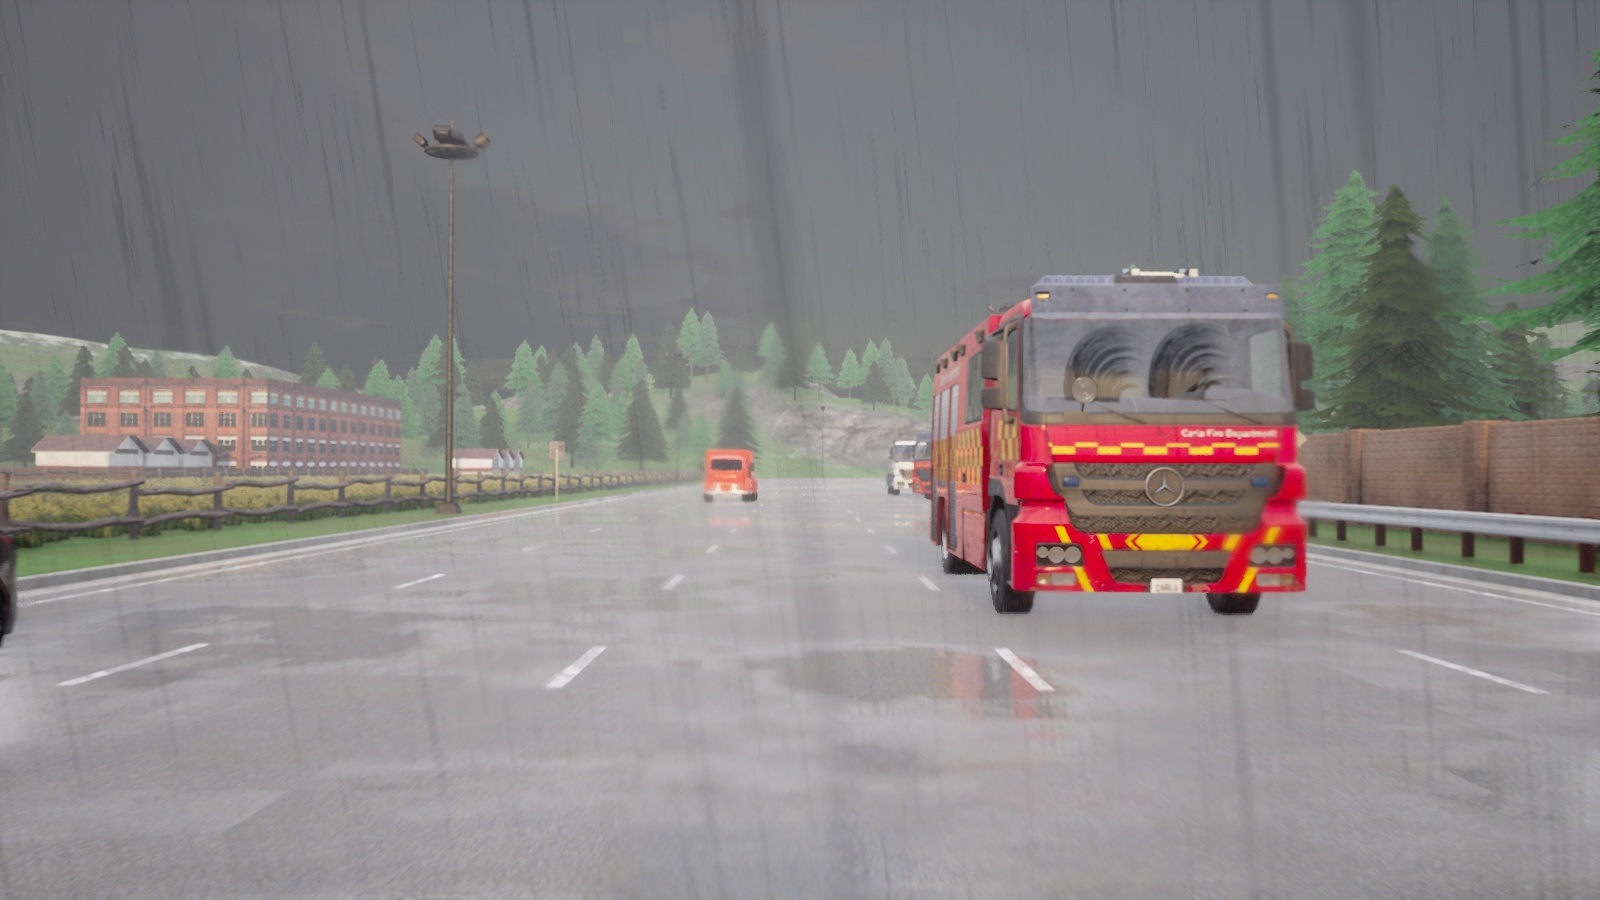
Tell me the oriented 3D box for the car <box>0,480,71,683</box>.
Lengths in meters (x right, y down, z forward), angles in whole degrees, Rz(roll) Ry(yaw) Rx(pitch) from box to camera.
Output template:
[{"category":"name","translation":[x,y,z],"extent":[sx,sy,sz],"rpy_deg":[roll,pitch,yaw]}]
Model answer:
[{"category":"car","translation":[-6.996,0.957,7.774],"extent":[2.163,1.488,4.792],"rpy_deg":[0,-1,0]}]

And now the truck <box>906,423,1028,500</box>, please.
[{"category":"truck","translation":[9.015,0.621,66.683],"extent":[2.891,3.827,8.468],"rpy_deg":[-1,-1,34]}]

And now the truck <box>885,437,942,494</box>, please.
[{"category":"truck","translation":[7.204,1.022,80.685],"extent":[2.891,3.462,7.936],"rpy_deg":[0,-1,0]}]

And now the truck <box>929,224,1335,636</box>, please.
[{"category":"truck","translation":[3.522,-0.126,15.911],"extent":[2.891,3.827,8.468],"rpy_deg":[0,-1,0]}]

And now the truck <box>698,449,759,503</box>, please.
[{"category":"truck","translation":[-3.351,1.254,60.180],"extent":[2.627,2.467,5.204],"rpy_deg":[0,-1,0]}]
